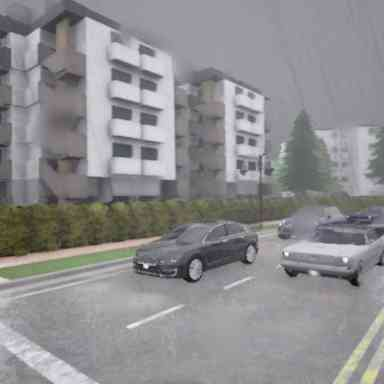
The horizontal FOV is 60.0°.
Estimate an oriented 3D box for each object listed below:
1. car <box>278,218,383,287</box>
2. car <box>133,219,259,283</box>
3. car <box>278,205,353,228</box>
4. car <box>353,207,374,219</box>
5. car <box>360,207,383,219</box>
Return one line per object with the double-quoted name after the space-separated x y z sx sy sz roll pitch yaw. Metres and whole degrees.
4.394 1.680 9.849 1.895 1.301 4.718 -2 -1 40 "car"
0.362 1.664 10.445 1.837 1.490 4.892 -2 -1 40 "car"
6.311 1.508 17.236 2.097 1.767 4.553 -2 -1 43 "car"
12.826 1.737 23.521 4.718 1.301 1.895 0 -1 -37 "car"
10.732 1.624 17.121 2.033 1.411 5.357 -2 -1 43 "car"
